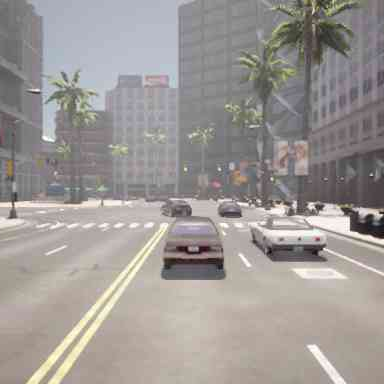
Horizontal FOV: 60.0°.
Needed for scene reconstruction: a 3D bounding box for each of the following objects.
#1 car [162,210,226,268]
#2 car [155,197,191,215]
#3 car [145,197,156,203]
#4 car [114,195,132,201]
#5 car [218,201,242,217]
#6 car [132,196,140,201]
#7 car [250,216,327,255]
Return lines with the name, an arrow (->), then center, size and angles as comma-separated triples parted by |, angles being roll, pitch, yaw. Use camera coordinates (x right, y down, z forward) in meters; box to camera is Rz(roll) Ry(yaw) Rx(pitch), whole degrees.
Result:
car -> 0.058, 1.554, 11.306 | 2.033, 1.411, 5.357 | 0, 0, 0
car -> -1.609, 1.522, 31.374 | 1.837, 1.490, 4.892 | 2, -1, -23
car -> -8.687, 1.634, 71.665 | 1.895, 1.301, 4.718 | 0, 0, -20
car -> -18.170, 1.571, 85.014 | 4.674, 1.442, 1.812 | 0, 0, 41
car -> 3.568, 1.581, 31.931 | 1.994, 1.385, 4.181 | 0, 0, 0
car -> -15.787, 1.643, 87.579 | 4.718, 1.301, 1.895 | 0, 0, 41
car -> 3.567, 1.608, 13.305 | 1.895, 1.301, 4.718 | 0, 0, 0
